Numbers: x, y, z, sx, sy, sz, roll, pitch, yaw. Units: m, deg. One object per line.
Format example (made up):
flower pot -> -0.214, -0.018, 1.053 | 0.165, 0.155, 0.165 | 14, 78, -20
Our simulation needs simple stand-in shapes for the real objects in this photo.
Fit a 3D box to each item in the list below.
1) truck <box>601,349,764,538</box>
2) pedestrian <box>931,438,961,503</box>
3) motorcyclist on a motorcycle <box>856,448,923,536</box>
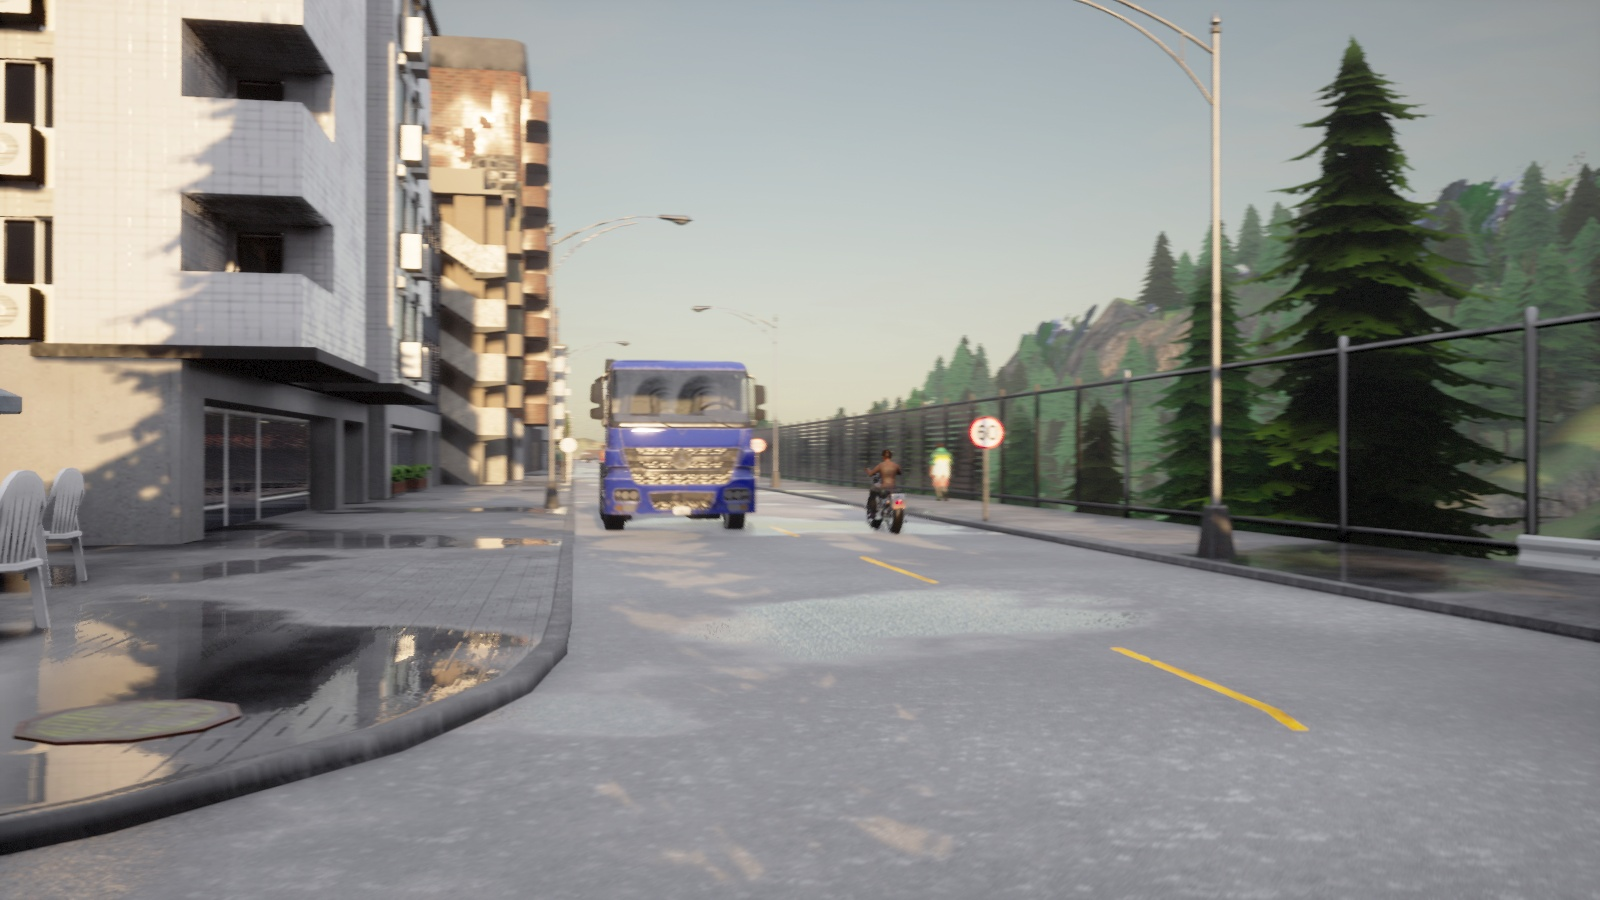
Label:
truck -> -2.778, -0.110, 27.197 | 2.891, 3.462, 7.936 | 0, 0, -10
pedestrian -> 4.433, 0.604, 38.184 | 0.659, 1.952, 0.873 | 0, 0, -11
motorcyclist on a motorcycle -> 1.729, 0.795, 24.635 | 0.766, 1.649, 2.350 | 0, 0, -10
